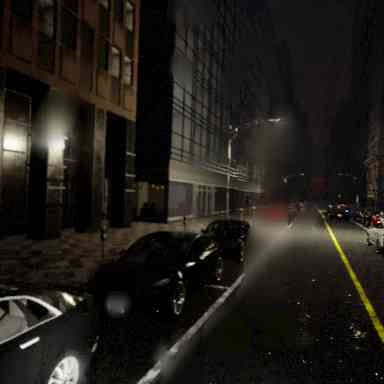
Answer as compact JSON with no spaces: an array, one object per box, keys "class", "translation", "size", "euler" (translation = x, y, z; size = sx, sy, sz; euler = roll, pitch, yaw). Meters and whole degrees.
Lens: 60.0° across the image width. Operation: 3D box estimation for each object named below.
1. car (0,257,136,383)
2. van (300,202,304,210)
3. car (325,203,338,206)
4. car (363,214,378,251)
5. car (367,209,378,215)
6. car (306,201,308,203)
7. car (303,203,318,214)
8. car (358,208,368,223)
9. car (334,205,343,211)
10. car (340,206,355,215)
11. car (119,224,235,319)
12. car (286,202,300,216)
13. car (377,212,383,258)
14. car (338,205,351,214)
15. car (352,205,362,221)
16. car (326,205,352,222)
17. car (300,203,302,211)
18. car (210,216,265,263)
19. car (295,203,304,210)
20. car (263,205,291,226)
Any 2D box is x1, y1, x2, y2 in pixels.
[{"class":"car","translation":[-2.456,1.486,2.433],"size":[2.008,1.369,4.403],"euler":[2,-1,20]},{"class":"van","translation":[18.786,2.660,60.268],"size":[1.690,1.788,3.998],"euler":[2,-1,20]},{"class":"car","translation":[21.424,2.865,50.748],"size":[2.033,1.411,5.357],"euler":[2,-1,20]},{"class":"car","translation":[9.432,2.033,15.477],"size":[1.812,1.442,4.674],"euler":[2,-1,20]},{"class":"car","translation":[15.201,2.267,25.789],"size":[1.967,1.590,4.097],"euler":[2,-1,20]},{"class":"car","translation":[28.436,3.392,86.554],"size":[1.967,1.590,4.097],"euler":[2,-1,20]},{"class":"car","translation":[19.954,2.913,55.448],"size":[1.895,1.301,4.718],"euler":[2,-1,20]},{"class":"car","translation":[17.127,2.519,31.045],"size":[1.947,1.339,4.313],"euler":[2,-1,20]},{"class":"car","translation":[34.500,3.673,78.359],"size":[1.802,1.307,4.206],"euler":[2,-1,20]},{"class":"car","translation":[26.779,3.130,57.330],"size":[1.887,1.381,4.507],"euler":[2,-1,20]},{"class":"car","translation":[-0.526,1.625,7.690],"size":[1.947,1.339,4.313],"euler":[2,-1,20]},{"class":"car","translation":[12.992,2.380,44.494],"size":[1.967,1.590,4.097],"euler":[2,-1,20]},{"class":"car","translation":[7.341,1.594,9.892],"size":[2.150,2.045,5.566],"euler":[2,-1,20]},{"class":"car","translation":[28.710,3.256,62.588],"size":[1.887,1.381,4.507],"euler":[2,-1,20]},{"class":"car","translation":[19.062,2.520,36.303],"size":[1.967,1.590,4.097],"euler":[2,-1,20]},{"class":"car","translation":[16.836,2.581,38.119],"size":[1.994,1.385,4.181],"euler":[2,-1,20]},{"class":"car","translation":[14.918,2.611,49.750],"size":[1.887,1.381,4.507],"euler":[2,-1,20]},{"class":"car","translation":[1.405,1.750,12.947],"size":[1.947,1.339,4.313],"euler":[2,-1,20]},{"class":"car","translation":[24.513,3.220,75.878],"size":[1.752,1.417,4.829],"euler":[2,-1,20]},{"class":"car","translation":[7.197,2.106,28.720],"size":[1.887,1.381,4.507],"euler":[2,-1,20]}]
